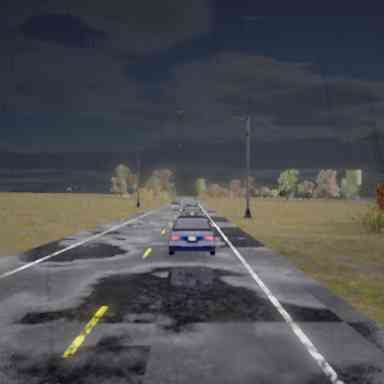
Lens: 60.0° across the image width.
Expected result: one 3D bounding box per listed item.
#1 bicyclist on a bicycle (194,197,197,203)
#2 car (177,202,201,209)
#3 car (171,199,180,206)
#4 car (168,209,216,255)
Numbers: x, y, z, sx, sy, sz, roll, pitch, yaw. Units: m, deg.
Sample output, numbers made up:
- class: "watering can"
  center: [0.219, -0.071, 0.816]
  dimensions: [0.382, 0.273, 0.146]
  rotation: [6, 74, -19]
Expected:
- class: "bicyclist on a bicycle"
  center: [0.970, 2.196, 89.077]
  dimensions: [0.659, 1.776, 1.843]
  rotation: [0, 0, 0]
- class: "car"
  center: [0.004, 1.824, 29.004]
  dimensions: [2.033, 1.411, 5.357]
  rotation: [0, -1, 0]
- class: "car"
  center: [-3.494, 2.223, 71.819]
  dimensions: [1.994, 1.385, 4.181]
  rotation: [0, -1, 0]
- class: "car"
  center: [0.002, 1.683, 14.004]
  dimensions: [2.033, 1.411, 5.357]
  rotation: [0, -1, 0]
